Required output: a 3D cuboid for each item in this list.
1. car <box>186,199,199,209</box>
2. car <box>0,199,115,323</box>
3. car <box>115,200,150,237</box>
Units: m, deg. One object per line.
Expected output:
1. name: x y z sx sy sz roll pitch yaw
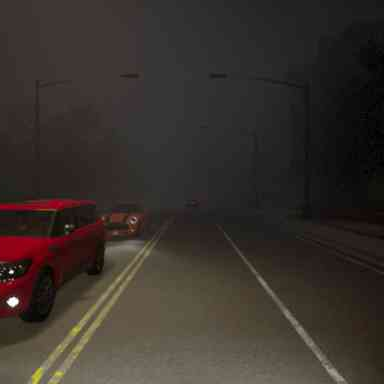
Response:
1. car: 0.092 1.739 47.948 2.128 1.511 4.902 0 -3 0
2. car: -3.574 1.220 7.550 2.150 2.045 5.566 0 0 1
3. car: -3.580 1.348 17.881 2.097 1.767 4.553 0 0 0
